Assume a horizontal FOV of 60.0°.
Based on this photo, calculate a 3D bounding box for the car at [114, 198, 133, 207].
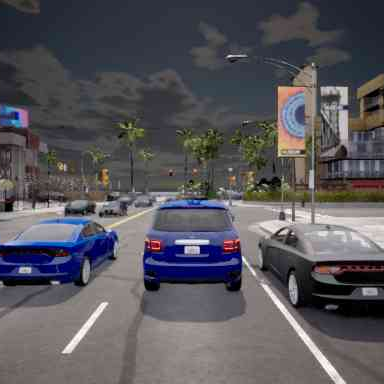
[{"bbox_3d":[-10.490,1.601,51.178,1.895,1.301,4.718,0,0,2],"label":"car"}]

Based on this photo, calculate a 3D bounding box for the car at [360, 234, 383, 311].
[{"bbox_3d":[3.039,1.354,1.486,2.185,1.767,4.553,0,0,0],"label":"car"}]

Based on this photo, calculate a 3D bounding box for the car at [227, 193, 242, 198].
[{"bbox_3d":[12.854,1.225,89.123,5.566,2.045,2.150,0,0,-37],"label":"car"}]

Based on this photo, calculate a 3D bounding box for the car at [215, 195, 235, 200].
[{"bbox_3d":[8.959,1.540,90.716,5.357,1.411,2.033,0,0,-37],"label":"car"}]

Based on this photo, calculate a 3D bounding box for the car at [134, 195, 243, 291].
[{"bbox_3d":[0.038,1.221,9.152,2.150,2.045,5.566,0,0,1],"label":"car"}]

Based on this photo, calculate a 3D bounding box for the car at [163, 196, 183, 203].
[{"bbox_3d":[-3.834,1.548,68.907,2.033,1.411,5.357,0,0,22],"label":"car"}]

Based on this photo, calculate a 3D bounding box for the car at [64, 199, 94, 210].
[{"bbox_3d":[-10.635,1.477,31.990,1.882,1.535,5.008,0,0,0],"label":"car"}]

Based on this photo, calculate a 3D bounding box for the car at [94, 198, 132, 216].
[{"bbox_3d":[-7.133,1.564,30.455,1.994,1.385,4.181,0,0,0],"label":"car"}]

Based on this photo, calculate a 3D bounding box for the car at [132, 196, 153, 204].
[{"bbox_3d":[-7.012,1.352,48.566,2.097,1.767,4.553,0,0,2],"label":"car"}]

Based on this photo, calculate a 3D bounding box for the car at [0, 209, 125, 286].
[{"bbox_3d":[-3.455,1.478,9.404,1.882,1.535,5.008,0,0,0],"label":"car"}]

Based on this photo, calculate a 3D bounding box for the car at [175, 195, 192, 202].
[{"bbox_3d":[-1.987,1.524,79.597,1.812,1.442,4.674,0,0,33],"label":"car"}]

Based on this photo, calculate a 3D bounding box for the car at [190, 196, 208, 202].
[{"bbox_3d":[1.651,1.595,78.669,1.895,1.301,4.718,0,0,36],"label":"car"}]

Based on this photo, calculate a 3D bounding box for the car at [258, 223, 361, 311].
[{"bbox_3d":[2.891,1.480,7.911,2.097,1.535,5.008,0,0,0],"label":"car"}]

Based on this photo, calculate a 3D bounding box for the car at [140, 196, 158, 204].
[{"bbox_3d":[-8.498,1.526,65.925,1.812,1.442,4.674,0,0,16],"label":"car"}]
